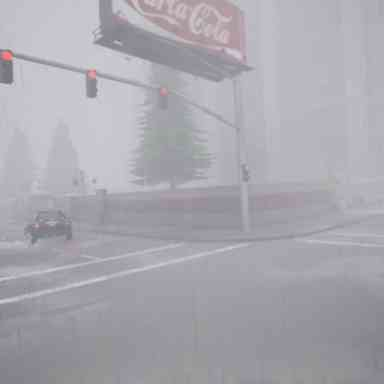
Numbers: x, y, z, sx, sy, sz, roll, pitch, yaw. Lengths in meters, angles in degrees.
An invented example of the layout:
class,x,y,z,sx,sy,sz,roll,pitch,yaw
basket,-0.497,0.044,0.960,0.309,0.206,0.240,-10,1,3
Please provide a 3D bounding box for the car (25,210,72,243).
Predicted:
class,x,y,z,sx,sy,sz,roll,pitch,yaw
car,-8.662,1.856,19.917,2.097,1.767,4.553,-4,1,-30
